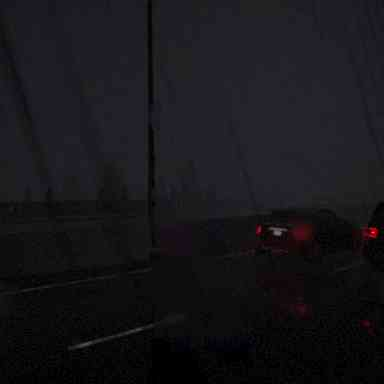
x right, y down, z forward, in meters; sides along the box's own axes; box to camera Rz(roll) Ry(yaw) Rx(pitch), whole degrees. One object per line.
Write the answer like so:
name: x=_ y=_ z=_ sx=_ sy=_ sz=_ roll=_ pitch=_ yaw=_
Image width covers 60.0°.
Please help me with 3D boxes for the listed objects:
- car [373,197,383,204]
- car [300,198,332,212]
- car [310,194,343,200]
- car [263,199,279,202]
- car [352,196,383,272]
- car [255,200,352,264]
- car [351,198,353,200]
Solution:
car: x=40.491 y=1.875 z=71.485 sx=2.033 sy=1.411 sz=5.357 roll=0 pitch=-3 yaw=39
car: x=15.010 y=1.490 z=40.019 sx=2.128 sy=1.511 sz=4.902 roll=0 pitch=0 yaw=39
car: x=12.885 y=1.214 z=31.813 sx=2.150 sy=2.045 sz=5.566 roll=0 pitch=0 yaw=39
car: x=9.028 y=1.539 z=38.175 sx=1.812 sy=1.442 sz=4.674 roll=0 pitch=0 yaw=39
car: x=7.025 y=1.205 z=9.726 sx=5.566 sy=2.045 sz=2.150 roll=0 pitch=0 yaw=-42
car: x=4.329 y=1.341 z=12.098 sx=4.553 sy=1.767 sz=2.097 roll=0 pitch=0 yaw=-42
car: x=34.904 y=1.637 z=70.130 sx=1.882 sy=1.535 sz=5.008 roll=0 pitch=-2 yaw=39
